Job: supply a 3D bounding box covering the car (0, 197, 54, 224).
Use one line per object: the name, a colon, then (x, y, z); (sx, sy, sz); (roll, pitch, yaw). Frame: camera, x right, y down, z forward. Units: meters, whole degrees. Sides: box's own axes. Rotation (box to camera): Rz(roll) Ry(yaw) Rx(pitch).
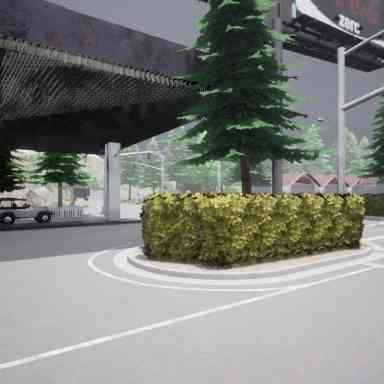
car: (-11.963, 1.313, 23.490); (3.866, 1.878, 1.905); (0, 0, -36)
